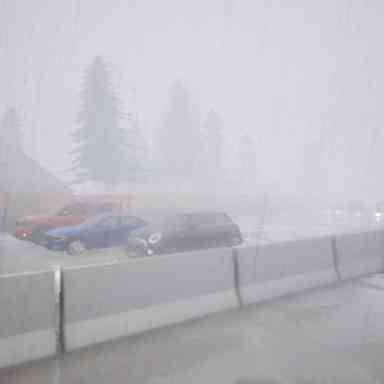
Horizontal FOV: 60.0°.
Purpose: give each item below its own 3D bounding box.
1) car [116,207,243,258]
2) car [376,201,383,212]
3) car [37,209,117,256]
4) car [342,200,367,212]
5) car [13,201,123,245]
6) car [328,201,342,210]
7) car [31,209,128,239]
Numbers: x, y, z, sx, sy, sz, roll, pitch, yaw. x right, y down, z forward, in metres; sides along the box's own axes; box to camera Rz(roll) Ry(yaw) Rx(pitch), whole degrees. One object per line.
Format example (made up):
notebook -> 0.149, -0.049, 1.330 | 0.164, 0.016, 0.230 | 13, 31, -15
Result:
car -> -0.220, 1.520, 12.661 | 4.553, 1.767, 2.097 | 0, -1, -38
car -> 25.163, 1.851, 43.048 | 2.128, 1.511, 4.902 | -1, -1, 38
car -> -3.683, 1.694, 14.401 | 5.008, 1.535, 1.882 | 0, -1, -37
car -> 22.259, 1.910, 45.011 | 1.837, 1.490, 4.892 | -1, -1, 38
car -> -5.986, 1.489, 17.025 | 5.566, 2.045, 2.150 | 0, -1, -37
car -> 22.214, 2.082, 50.729 | 1.895, 1.301, 4.718 | -1, -1, 37
car -> -6.884, 1.868, 20.714 | 5.357, 1.411, 2.033 | 0, -1, -38
